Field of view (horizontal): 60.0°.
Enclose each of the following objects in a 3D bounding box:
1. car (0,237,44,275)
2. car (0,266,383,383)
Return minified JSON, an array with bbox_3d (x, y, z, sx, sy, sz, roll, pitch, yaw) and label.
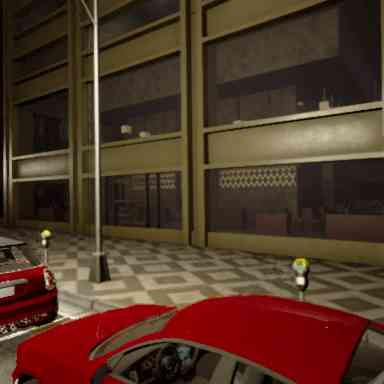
[{"bbox_3d":[-4.250,1.471,5.888,4.097,1.590,1.967,0,-1,35],"label":"car"},{"bbox_3d":[0.330,1.550,2.622,4.507,1.381,1.887,0,-1,35],"label":"car"}]
